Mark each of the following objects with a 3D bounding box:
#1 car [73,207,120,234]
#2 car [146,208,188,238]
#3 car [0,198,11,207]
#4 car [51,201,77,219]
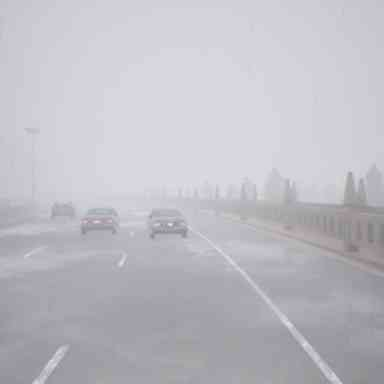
[{"bbox_3d":[-5.232,1.559,19.286,2.033,1.411,5.357,0,0,-10],"label":"car"},{"bbox_3d":[-1.406,1.535,17.663,2.033,1.411,5.357,0,0,-9],"label":"car"},{"bbox_3d":[-29.427,1.699,51.854,1.994,1.385,4.181,0,0,-32],"label":"car"},{"bbox_3d":[-11.467,1.532,29.896,2.128,1.511,4.902,0,0,-17],"label":"car"}]
